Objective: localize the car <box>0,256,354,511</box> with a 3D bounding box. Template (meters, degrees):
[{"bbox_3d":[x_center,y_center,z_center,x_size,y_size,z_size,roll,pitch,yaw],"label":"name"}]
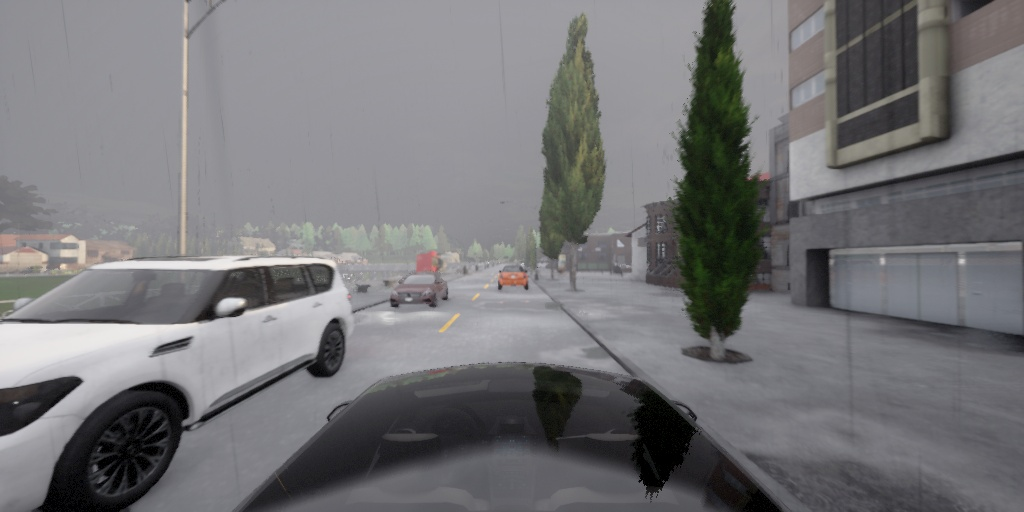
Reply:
[{"bbox_3d":[-4.099,1.010,4.642,2.150,2.045,5.566,0,0,0],"label":"car"}]

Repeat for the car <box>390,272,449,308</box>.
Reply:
[{"bbox_3d":[-4.098,1.485,16.576,1.812,1.442,4.674,0,0,0],"label":"car"}]

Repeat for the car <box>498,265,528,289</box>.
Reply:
[{"bbox_3d":[0.082,1.449,26.325,2.097,1.767,4.553,0,-1,0],"label":"car"}]
